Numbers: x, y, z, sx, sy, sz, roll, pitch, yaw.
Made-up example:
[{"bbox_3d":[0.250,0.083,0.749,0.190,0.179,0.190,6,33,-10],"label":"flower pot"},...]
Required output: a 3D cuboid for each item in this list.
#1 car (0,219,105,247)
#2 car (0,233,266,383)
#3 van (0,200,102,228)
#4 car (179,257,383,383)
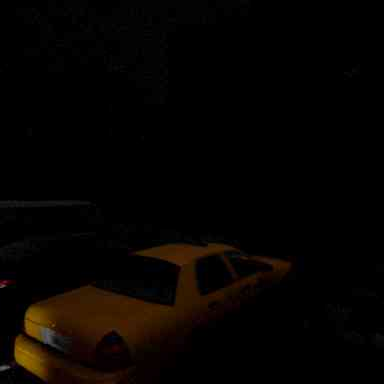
[{"bbox_3d":[-2.229,1.484,6.857,2.002,1.452,4.674,0,0,36],"label":"car"},{"bbox_3d":[0.126,1.458,5.408,1.946,1.575,5.366,0,0,36],"label":"car"},{"bbox_3d":[-4.437,1.204,8.293,1.878,1.987,4.442,0,0,36],"label":"van"},{"bbox_3d":[2.258,1.480,3.651,2.231,1.521,4.892,0,0,36],"label":"car"}]
